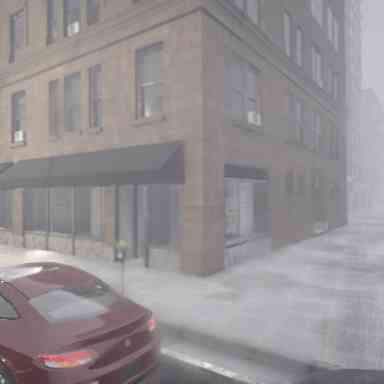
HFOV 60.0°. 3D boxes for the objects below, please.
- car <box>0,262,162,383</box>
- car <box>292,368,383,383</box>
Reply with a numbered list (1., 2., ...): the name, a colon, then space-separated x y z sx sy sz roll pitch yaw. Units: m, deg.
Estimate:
1. car: -2.291 1.632 4.481 4.206 1.307 1.802 -1 0 35
2. car: 2.326 1.536 1.190 4.403 1.369 2.008 -1 0 35
